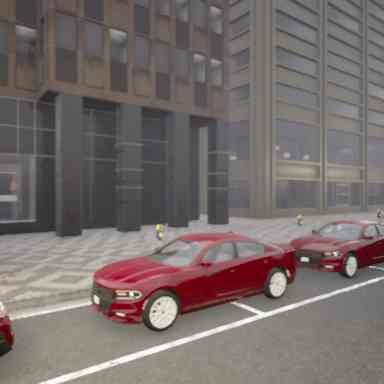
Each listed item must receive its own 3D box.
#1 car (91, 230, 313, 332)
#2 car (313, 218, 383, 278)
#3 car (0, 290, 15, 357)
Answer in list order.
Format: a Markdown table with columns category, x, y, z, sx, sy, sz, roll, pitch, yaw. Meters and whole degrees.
| category | x | y | z | sx | sy | sz | roll | pitch | yaw |
| --- | --- | --- | --- | --- | --- | --- | --- | --- | --- |
| car | 0.249 | 1.536 | 6.823 | 4.507 | 1.381 | 1.887 | 0 | 0 | -36 |
| car | 4.810 | 1.523 | 10.078 | 4.507 | 1.381 | 1.887 | 0 | 0 | -36 |
| car | -4.310 | 1.444 | 3.569 | 4.097 | 1.590 | 1.967 | 0 | 0 | -36 |
